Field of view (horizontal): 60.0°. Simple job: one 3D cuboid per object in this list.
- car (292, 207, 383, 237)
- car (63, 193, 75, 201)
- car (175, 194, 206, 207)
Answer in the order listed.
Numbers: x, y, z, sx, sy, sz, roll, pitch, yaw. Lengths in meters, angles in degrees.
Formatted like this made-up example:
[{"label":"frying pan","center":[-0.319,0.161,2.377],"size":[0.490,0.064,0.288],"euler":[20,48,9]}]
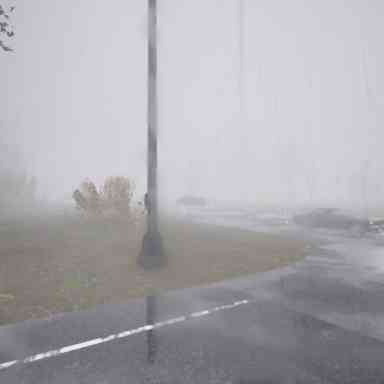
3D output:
[{"label":"car","center":[7.937,1.538,18.071],"size":[1.895,1.301,4.718],"euler":[-1,1,-35]},{"label":"car","center":[-22.203,0.879,60.707],"size":[1.994,1.385,4.181],"euler":[-1,1,-35]},{"label":"car","center":[-0.234,1.049,41.799],"size":[1.882,1.535,5.008],"euler":[-1,1,-35]}]
